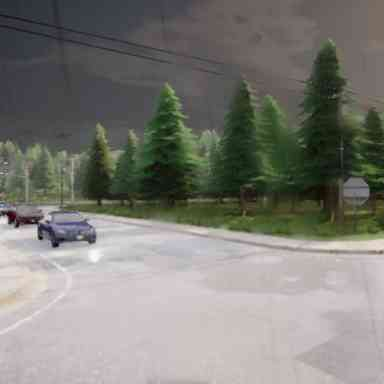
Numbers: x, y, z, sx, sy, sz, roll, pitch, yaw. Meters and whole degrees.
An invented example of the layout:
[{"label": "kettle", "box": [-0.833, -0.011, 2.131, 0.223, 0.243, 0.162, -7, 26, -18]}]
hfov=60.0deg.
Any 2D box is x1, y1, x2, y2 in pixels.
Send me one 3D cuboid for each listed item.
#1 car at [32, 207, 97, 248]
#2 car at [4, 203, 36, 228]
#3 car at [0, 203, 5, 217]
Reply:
[{"label": "car", "box": [-6.112, 1.668, 16.002, 1.812, 1.442, 4.674, 0, 0, -36]}, {"label": "car", "box": [-12.190, 1.689, 24.438, 1.882, 1.535, 5.008, 0, 0, -36]}, {"label": "car", "box": [-18.902, 1.835, 33.769, 2.033, 1.411, 5.357, 0, 0, -36]}]
